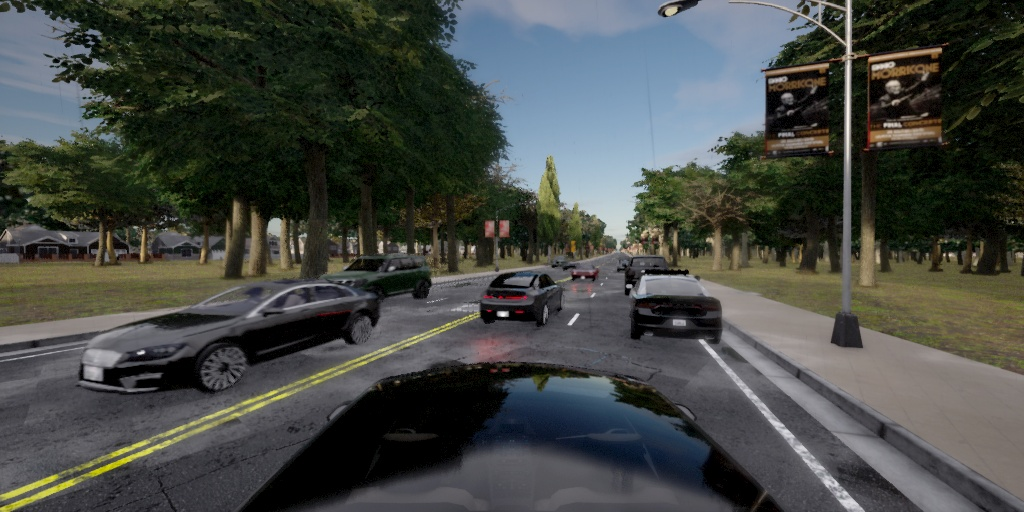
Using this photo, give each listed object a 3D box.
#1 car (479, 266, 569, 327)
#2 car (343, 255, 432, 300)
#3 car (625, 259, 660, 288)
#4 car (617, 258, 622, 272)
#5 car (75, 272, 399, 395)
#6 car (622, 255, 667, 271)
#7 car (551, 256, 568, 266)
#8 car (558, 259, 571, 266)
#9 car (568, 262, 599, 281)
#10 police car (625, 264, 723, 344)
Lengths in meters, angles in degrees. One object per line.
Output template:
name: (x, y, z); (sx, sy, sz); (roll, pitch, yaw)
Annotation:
car: (0.493, 1.255, 11.740); (1.837, 1.490, 4.892); (0, 0, 17)
car: (-5.480, 0.972, 15.087); (2.150, 2.045, 5.566); (0, 0, 17)
car: (8.975, 1.102, 25.001); (2.097, 1.767, 4.553); (0, 0, 17)
car: (14.419, 1.324, 45.544); (1.994, 1.385, 4.181); (0, 0, 19)
car: (-4.633, 1.242, 6.934); (2.128, 1.511, 4.902); (0, 0, 17)
car: (7.198, 0.974, 19.331); (2.150, 2.045, 5.566); (0, 0, 17)
car: (7.653, 0.988, 56.913); (2.150, 2.045, 5.566); (0, 0, 18)
car: (7.628, 1.361, 46.011); (1.895, 1.301, 4.718); (0, 0, 17)
car: (6.177, 1.353, 29.863); (1.895, 1.301, 4.718); (0, 0, 17)
police car: (4.227, 1.174, 9.866); (1.930, 1.638, 5.238); (0, 0, 17)
